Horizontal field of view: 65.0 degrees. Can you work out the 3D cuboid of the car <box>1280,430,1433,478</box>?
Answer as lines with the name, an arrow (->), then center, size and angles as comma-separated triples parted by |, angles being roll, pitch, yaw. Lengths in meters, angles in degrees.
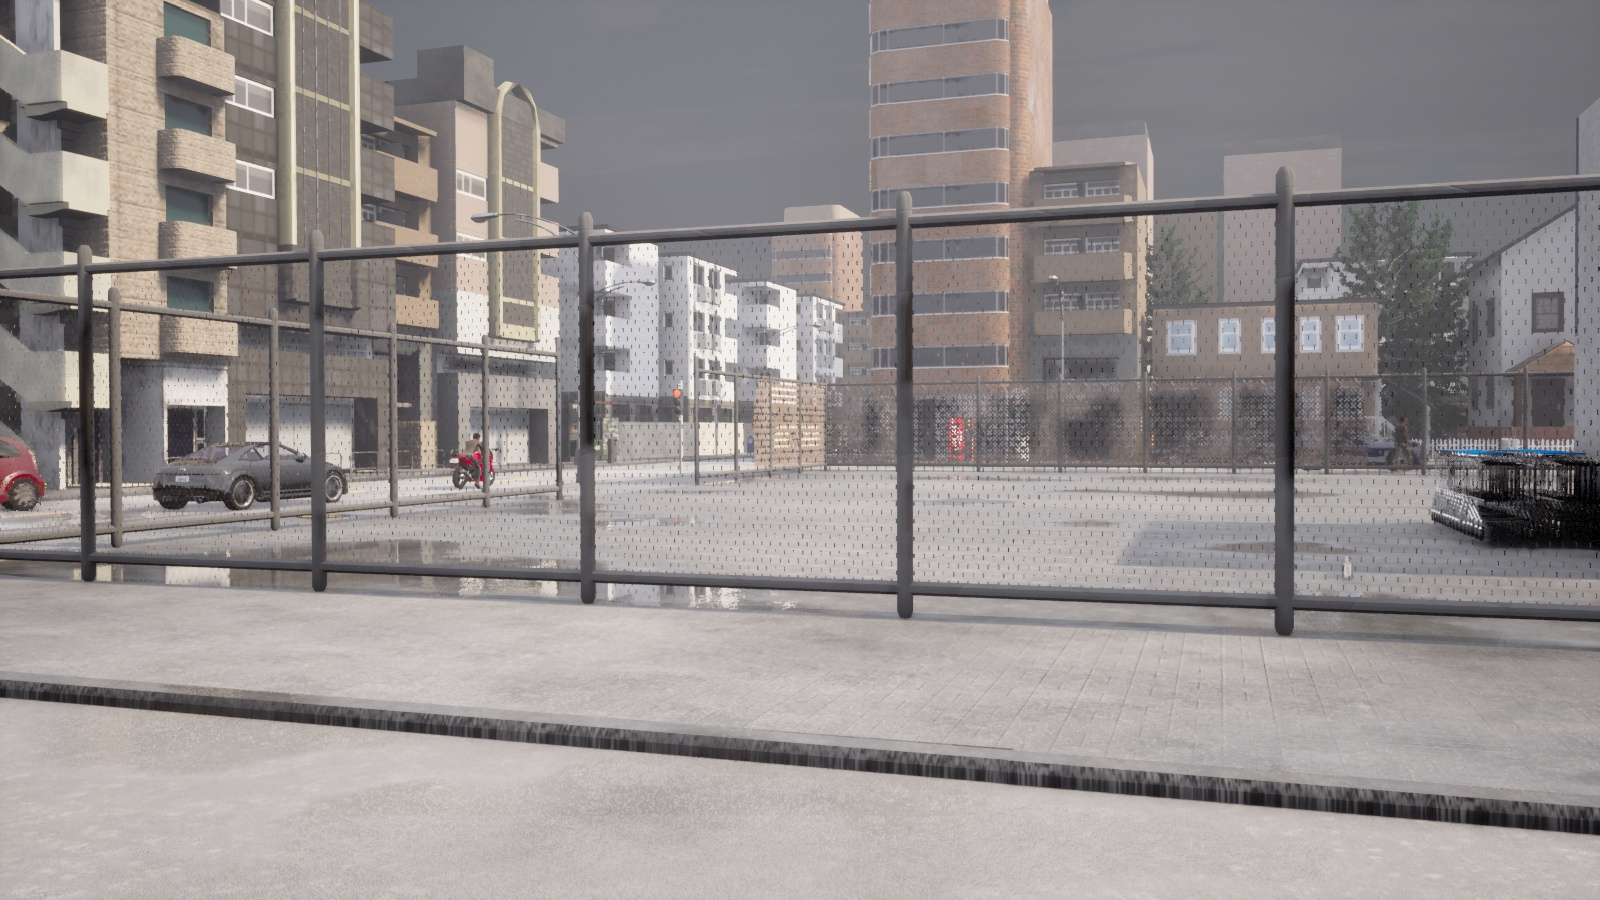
car -> 19.792, 0.114, 44.894 | 4.856, 1.649, 2.033 | 0, 1, 20

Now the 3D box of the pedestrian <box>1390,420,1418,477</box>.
pedestrian -> 19.574, -0.042, 40.720 | 0.703, 1.840, 0.431 | 0, 1, -19

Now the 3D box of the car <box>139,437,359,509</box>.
car -> -11.558, 0.420, 26.662 | 1.994, 1.385, 4.181 | 1, 1, 18

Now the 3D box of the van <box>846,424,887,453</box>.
van -> 4.679, -0.807, 87.688 | 1.775, 1.987, 4.442 | 1, 1, 19

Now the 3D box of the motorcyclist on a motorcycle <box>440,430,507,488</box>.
motorcyclist on a motorcycle -> -8.945, 0.223, 34.468 | 0.797, 1.523, 2.044 | 1, 1, 19

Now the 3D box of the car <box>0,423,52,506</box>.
car -> -16.706, 0.280, 23.889 | 1.851, 1.617, 3.988 | 1, 1, 18

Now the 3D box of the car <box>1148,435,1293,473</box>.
car -> 16.741, 0.134, 50.115 | 5.357, 1.411, 2.033 | 1, 1, 19
